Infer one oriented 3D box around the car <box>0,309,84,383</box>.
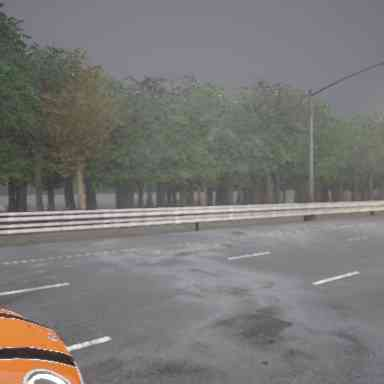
[{"bbox_3d":[-2.914,1.351,1.791,4.553,1.767,2.097,0,0,-35],"label":"car"}]
